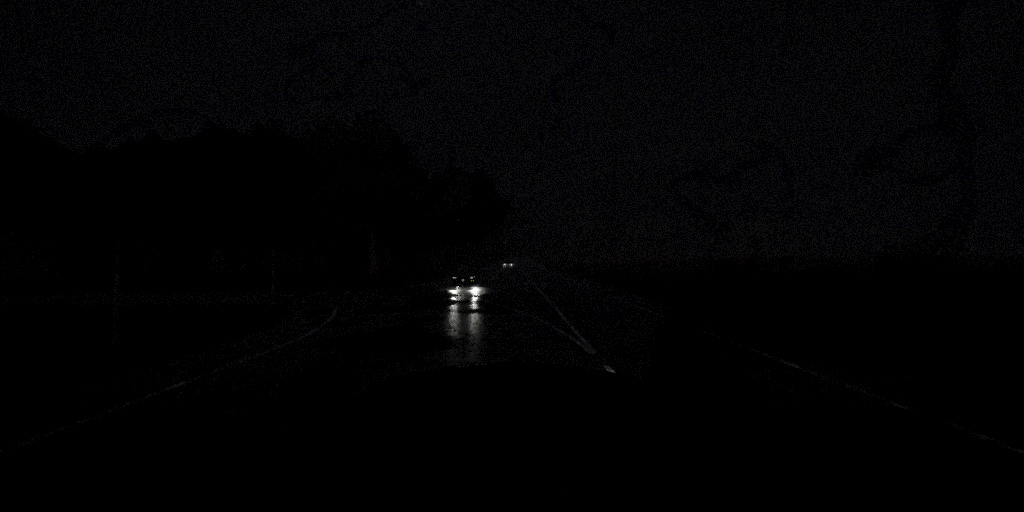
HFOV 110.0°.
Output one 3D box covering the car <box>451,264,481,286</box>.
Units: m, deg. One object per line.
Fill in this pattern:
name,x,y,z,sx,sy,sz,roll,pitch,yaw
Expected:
car,-3.508,1.434,28.023,1.837,1.490,4.892,0,1,0
